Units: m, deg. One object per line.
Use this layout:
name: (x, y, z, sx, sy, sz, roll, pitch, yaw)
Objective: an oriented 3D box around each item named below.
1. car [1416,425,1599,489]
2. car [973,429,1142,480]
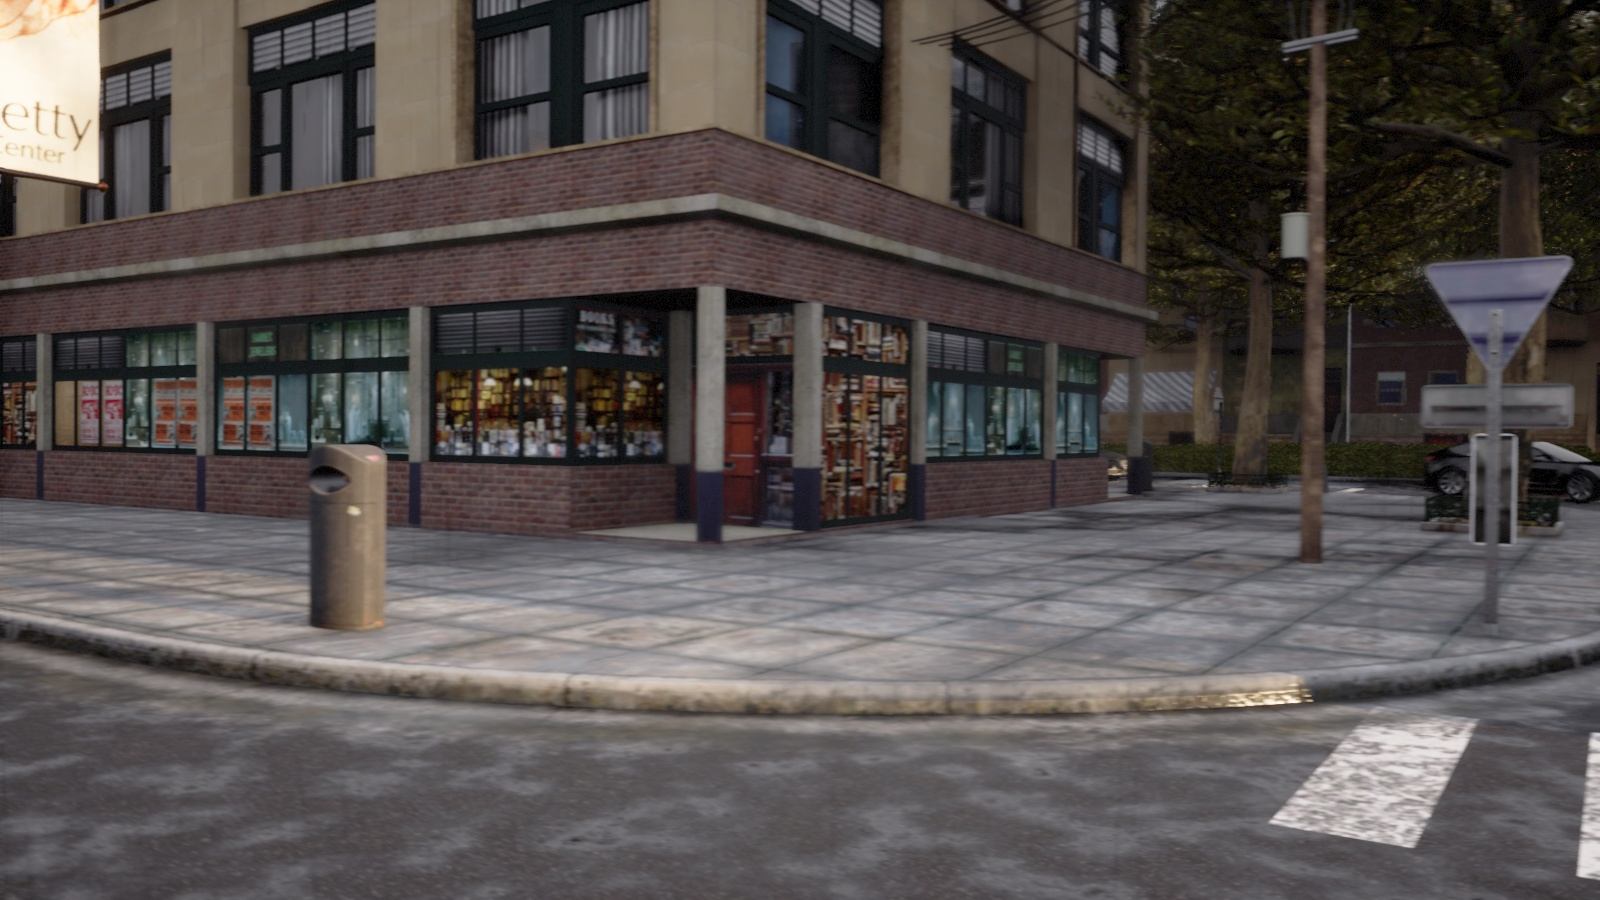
car: (18.267, 0.139, 31.252, 2.163, 1.488, 4.792, -1, 1, -37)
car: (8.085, 0.122, 39.624, 4.892, 1.490, 1.837, 0, 1, 34)
